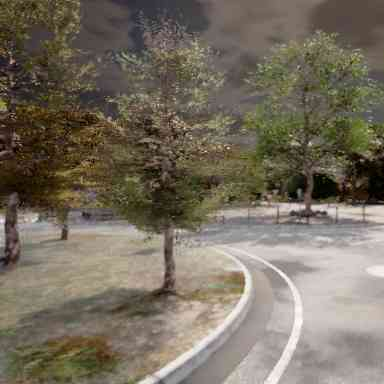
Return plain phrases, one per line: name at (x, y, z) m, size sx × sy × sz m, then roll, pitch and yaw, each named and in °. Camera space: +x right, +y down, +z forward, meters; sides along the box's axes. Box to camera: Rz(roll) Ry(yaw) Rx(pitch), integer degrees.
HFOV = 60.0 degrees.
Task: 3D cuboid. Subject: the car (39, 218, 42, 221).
car at (-14.289, 2.108, 33.698) m, size 2.033 × 1.411 × 5.357 m, roll -1°, pitch 0°, yaw -17°
